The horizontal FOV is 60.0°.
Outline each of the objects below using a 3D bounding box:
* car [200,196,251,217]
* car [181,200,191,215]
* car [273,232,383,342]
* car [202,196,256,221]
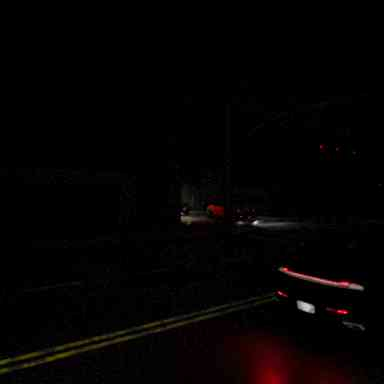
[{"bbox_3d":[3.371,1.418,34.642,2.150,2.045,5.566,1,0,-36],"label":"car"},{"bbox_3d":[-2.394,1.386,36.511,2.150,2.045,5.566,1,0,-37],"label":"car"},{"bbox_3d":[3.698,1.550,6.480,4.902,1.511,2.128,0,0,-36],"label":"car"},{"bbox_3d":[3.341,1.519,28.822,2.097,1.767,4.553,1,0,-37],"label":"car"}]
